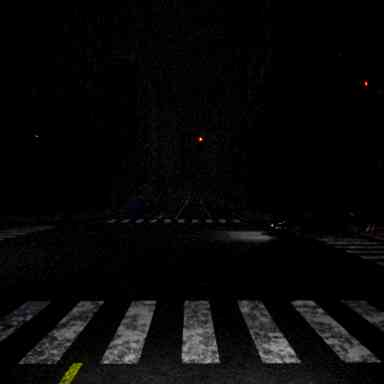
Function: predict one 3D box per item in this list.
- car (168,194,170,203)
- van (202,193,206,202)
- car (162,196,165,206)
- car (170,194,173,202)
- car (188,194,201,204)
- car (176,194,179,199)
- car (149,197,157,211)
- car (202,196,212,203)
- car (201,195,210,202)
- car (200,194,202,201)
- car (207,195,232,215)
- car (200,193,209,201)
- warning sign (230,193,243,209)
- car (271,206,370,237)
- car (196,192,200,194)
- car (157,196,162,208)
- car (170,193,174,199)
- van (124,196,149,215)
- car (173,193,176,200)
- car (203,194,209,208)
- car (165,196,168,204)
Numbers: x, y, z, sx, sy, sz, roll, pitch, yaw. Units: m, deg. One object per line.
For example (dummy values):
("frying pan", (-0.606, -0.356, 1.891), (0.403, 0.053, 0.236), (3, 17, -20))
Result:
("car", (-5.547, 1.509, 61.593), (1.752, 1.417, 4.829), (0, 0, 0))
("van", (2.950, 1.327, 56.057), (1.690, 1.788, 3.998), (0, 0, 0))
("car", (-5.604, 1.570, 50.427), (1.802, 1.307, 4.206), (0, 0, 0))
("car", (-5.517, 1.546, 67.431), (1.947, 1.339, 4.313), (0, 0, 0))
("car", (0.324, 1.546, 63.753), (1.994, 1.385, 4.181), (0, 0, 0))
("car", (-5.401, 1.280, 90.104), (2.192, 1.841, 5.009), (0, 0, 0))
("car", (-5.663, 1.431, 39.090), (1.967, 1.590, 4.097), (0, 0, 0))
("car", (3.009, 1.531, 67.396), (2.008, 1.369, 4.403), (0, 0, 0))
("car", (3.067, 1.413, 78.734), (1.967, 1.590, 4.097), (0, 0, 0))
("car", (2.980, 1.508, 61.896), (1.752, 1.417, 4.829), (0, 0, 0))
("car", (2.834, 1.432, 33.380), (1.967, 1.590, 4.097), (0, 0, 0))
("car", (3.095, 1.284, 84.403), (2.192, 1.841, 5.009), (0, 0, 0))
("warning sign", (5.266, 1.106, 39.362), (1.300, 1.860, 1.060), (0, 0, 0))
("car", (6.630, 1.508, 17.416), (4.892, 1.490, 1.837), (0, 0, 0))
("car", (0.374, 1.361, 73.790), (1.994, 1.385, 4.181), (0, 0, 0))
("car", (-5.633, 1.555, 44.759), (1.947, 1.339, 4.313), (0, 0, 0))
("car", (-5.488, 1.521, 73.099), (1.887, 1.381, 4.507), (0, 0, 0))
("van", (-5.692, 1.333, 33.422), (1.690, 1.788, 3.998), (0, 0, 0))
("car", (-5.460, 1.498, 78.598), (1.752, 1.417, 4.829), (0, 0, 0))
("car", (2.892, 1.430, 44.718), (1.967, 1.590, 4.097), (0, 0, 0))
("car", (-5.575, 1.552, 56.095), (1.947, 1.339, 4.313), (0, 0, 0))
